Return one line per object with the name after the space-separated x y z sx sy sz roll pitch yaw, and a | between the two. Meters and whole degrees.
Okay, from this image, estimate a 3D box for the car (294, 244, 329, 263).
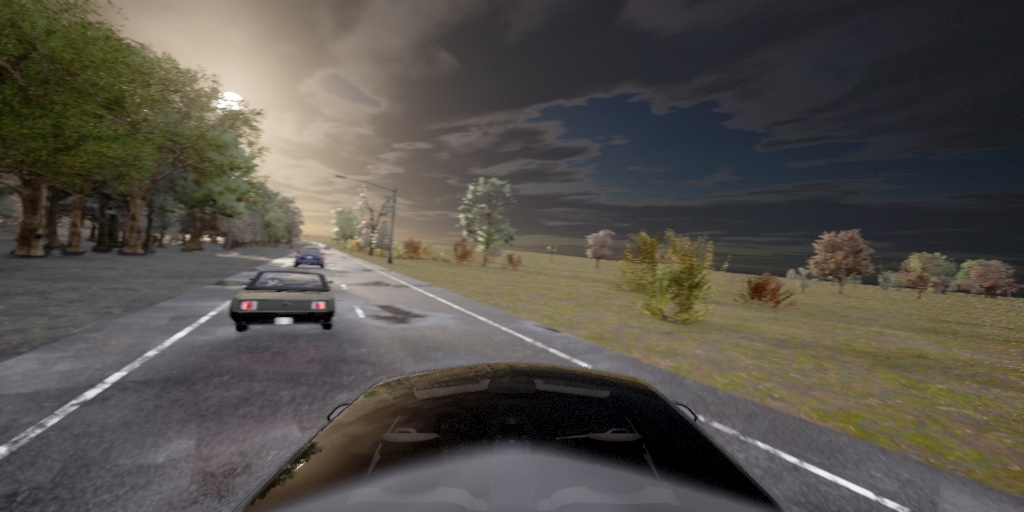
-16.531 0.052 29.420 2.097 1.767 4.553 5 0 -28 | car

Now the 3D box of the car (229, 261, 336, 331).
-5.682 0.977 9.286 1.895 1.301 4.718 5 0 -28 | car
